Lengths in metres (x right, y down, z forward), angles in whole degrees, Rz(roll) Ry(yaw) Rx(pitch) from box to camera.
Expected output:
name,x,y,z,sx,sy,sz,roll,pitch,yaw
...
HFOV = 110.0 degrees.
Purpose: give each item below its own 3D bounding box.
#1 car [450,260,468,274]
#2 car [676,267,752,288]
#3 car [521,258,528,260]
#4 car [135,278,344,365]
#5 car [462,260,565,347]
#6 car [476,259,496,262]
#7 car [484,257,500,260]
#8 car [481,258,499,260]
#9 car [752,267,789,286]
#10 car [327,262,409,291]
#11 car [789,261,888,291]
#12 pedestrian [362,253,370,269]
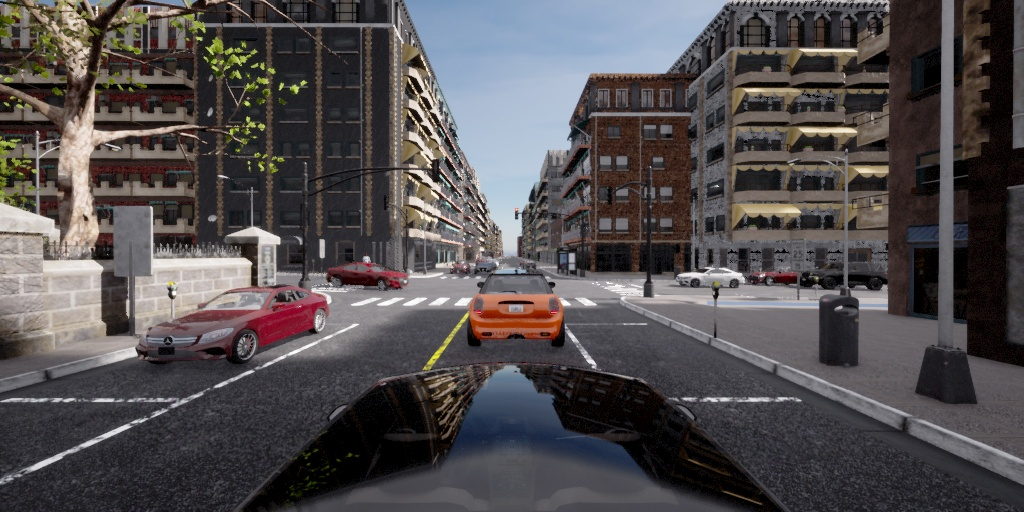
name,x,y,z,sx,sy,sz,roll,pitch,yaw
car,-5.758,1.187,40.420,1.967,1.591,4.097,0,0,0
car,14.472,1.549,26.249,4.674,1.442,1.812,1,0,-2
car,2.602,1.298,51.706,2.007,1.370,4.403,0,0,0
car,-5.700,1.331,8.009,1.802,1.307,4.207,0,0,0
car,0.113,1.101,9.522,2.097,1.767,4.553,0,0,1
car,-3.162,1.312,41.018,1.994,1.385,4.181,0,0,0
car,-3.179,1.274,59.727,1.812,1.442,4.674,0,0,0
car,-3.174,1.312,49.992,1.994,1.385,4.181,0,0,0
car,21.332,1.570,28.904,4.097,1.591,1.967,0,0,-1
car,-8.629,1.170,21.591,5.008,1.535,1.882,2,-1,15
car,24.213,1.415,26.380,5.566,2.045,2.150,1,0,-1
pedestrian,-12.765,0.651,31.400,0.375,1.860,0.375,0,-1,-1
